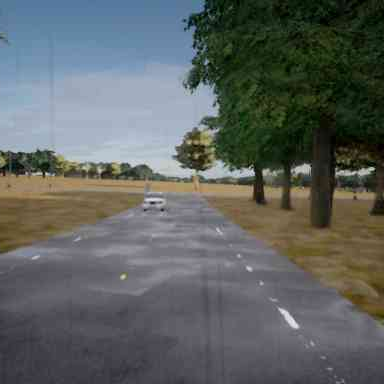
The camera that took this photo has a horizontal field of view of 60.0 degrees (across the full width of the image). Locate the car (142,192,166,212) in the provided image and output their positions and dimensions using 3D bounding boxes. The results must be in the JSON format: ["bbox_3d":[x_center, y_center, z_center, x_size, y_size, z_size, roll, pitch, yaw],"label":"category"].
[{"bbox_3d":[-4.048,1.010,36.454,2.150,2.045,5.566,0,1,-1],"label":"car"}]
